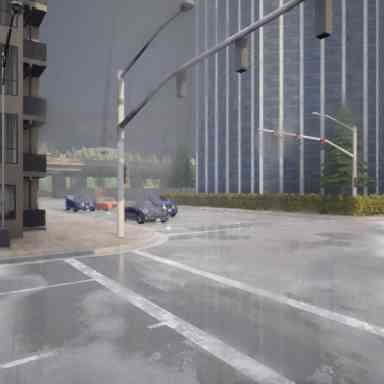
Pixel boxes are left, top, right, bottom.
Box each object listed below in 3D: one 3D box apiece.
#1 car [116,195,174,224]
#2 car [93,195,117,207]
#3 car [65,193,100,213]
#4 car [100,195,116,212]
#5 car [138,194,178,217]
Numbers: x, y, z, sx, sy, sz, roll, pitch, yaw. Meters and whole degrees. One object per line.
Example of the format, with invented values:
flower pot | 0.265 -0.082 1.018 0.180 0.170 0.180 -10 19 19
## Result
car | -3.606 1.352 24.745 2.097 1.767 4.553 0 0 -35
car | -13.390 1.352 51.202 2.097 1.767 4.553 0 0 -36
car | -12.779 1.212 37.851 2.150 2.045 5.566 0 1 -35
car | -9.829 1.356 39.756 2.097 1.767 4.553 0 0 -35
car | -3.508 1.221 30.702 2.150 2.045 5.566 0 0 -35
